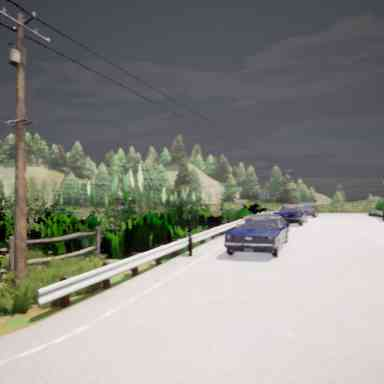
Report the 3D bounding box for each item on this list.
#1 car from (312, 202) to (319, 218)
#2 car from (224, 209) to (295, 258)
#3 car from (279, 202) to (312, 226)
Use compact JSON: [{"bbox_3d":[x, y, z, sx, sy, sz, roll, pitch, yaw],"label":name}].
[{"bbox_3d":[11.065,1.717,32.027,2.128,1.511,4.902,-2,-3,25],"label":"car"},{"bbox_3d":[2.762,1.616,13.329,1.895,1.301,4.718,-2,1,23],"label":"car"},{"bbox_3d":[6.735,1.546,22.567,1.895,1.301,4.718,-2,-1,24],"label":"car"}]
